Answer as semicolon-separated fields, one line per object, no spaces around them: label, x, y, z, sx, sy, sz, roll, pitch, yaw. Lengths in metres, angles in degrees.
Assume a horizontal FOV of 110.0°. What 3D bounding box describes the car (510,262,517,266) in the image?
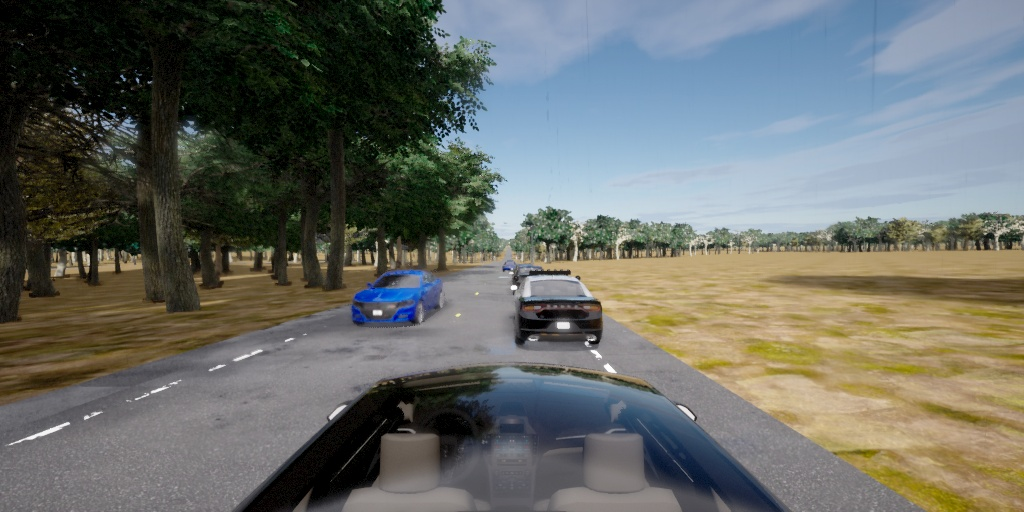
car;0.940;1.256;19.569;1.837;1.490;4.892;0;0;0

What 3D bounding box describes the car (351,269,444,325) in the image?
car;-3.563;1.225;11.964;1.882;1.535;5.008;0;0;0

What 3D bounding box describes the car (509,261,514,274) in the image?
car;0.903;1.279;25.572;1.812;1.442;4.674;0;0;0

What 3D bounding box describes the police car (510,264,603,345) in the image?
police car;1.001;1.173;9.676;1.930;1.638;5.238;0;0;0

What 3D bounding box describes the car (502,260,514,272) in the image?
car;-0.253;1.347;47.265;1.994;1.385;4.181;0;0;0
